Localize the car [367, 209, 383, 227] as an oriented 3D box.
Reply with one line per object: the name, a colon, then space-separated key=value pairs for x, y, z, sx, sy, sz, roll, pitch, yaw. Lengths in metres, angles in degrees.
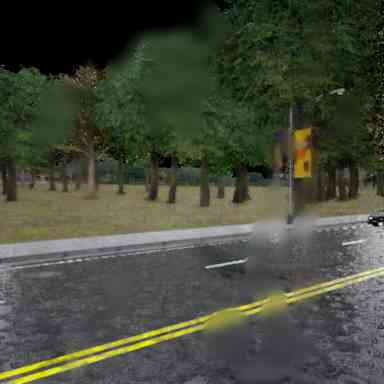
car: x=13.313 y=1.489 z=21.167 sx=5.357 sy=1.411 sz=2.033 roll=0 pitch=0 yaw=-35
